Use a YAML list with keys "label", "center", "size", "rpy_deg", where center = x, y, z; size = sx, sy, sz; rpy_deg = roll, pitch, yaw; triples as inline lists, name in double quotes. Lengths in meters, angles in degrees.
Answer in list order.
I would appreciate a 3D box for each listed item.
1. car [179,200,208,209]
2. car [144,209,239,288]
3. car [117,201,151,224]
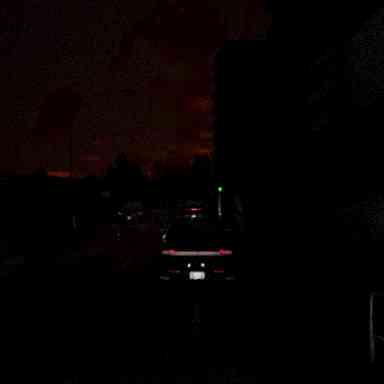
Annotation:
- label: "car"
  center: [0.114, 1.362, 24.624]
  size: [1.837, 1.490, 4.892]
  rpy_deg: [0, 0, 0]
- label: "car"
  center: [0.104, 1.440, 9.088]
  size: [2.128, 1.511, 4.902]
  rpy_deg: [0, 0, 0]
- label: "car"
  center: [-4.040, 1.390, 23.757]
  size: [1.812, 1.442, 4.674]
  rpy_deg: [0, 0, 0]
